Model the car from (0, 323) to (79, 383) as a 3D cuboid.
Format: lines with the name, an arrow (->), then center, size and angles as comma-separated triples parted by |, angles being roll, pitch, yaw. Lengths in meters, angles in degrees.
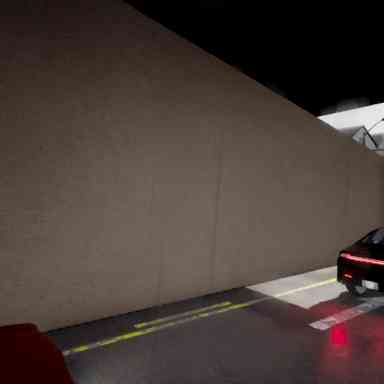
car -> -2.998, 1.601, 1.687 | 4.718, 1.301, 1.895 | 0, 0, -35

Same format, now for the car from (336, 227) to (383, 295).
car -> 5.244, 1.491, 7.512 | 4.902, 1.511, 2.128 | 0, 0, -35
